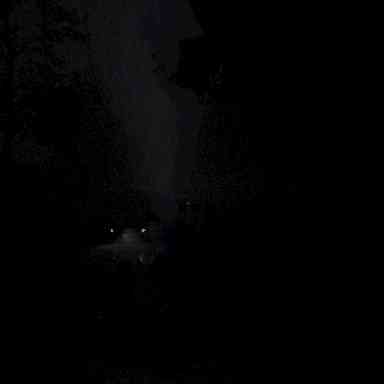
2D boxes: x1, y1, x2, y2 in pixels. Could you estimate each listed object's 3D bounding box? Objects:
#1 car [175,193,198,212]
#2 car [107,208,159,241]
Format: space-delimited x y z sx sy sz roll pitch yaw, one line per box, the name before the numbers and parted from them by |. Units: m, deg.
car | -0.429 1.248 34.790 2.128 1.511 4.902 -1 1 -3
car | -2.760 1.551 16.855 2.033 1.411 5.357 0 0 0
